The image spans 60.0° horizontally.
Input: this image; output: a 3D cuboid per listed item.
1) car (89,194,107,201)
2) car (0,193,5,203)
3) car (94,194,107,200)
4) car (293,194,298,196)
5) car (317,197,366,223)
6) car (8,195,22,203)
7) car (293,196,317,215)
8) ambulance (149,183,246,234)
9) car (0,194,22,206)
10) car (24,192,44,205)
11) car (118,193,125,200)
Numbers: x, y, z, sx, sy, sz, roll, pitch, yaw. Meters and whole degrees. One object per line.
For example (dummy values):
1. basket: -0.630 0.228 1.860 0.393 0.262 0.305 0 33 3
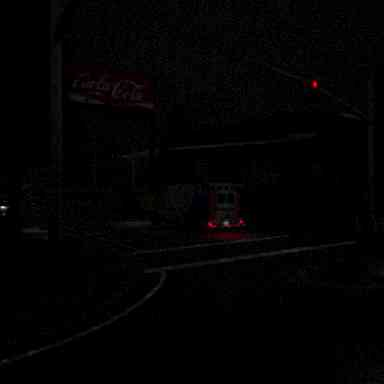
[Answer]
1. car: -21.086 1.297 73.161 2.007 1.523 4.514 0 0 -36
2. car: -36.148 1.158 61.700 2.097 1.767 4.553 0 0 -36
3. car: -22.304 1.231 81.010 1.970 1.475 3.806 0 0 -36
4. car: 23.068 1.341 82.694 2.152 1.636 5.027 0 0 -36
5. car: 11.969 1.318 26.044 3.866 1.878 1.905 0 0 -36
6. car: -35.776 1.355 67.129 1.994 1.385 4.181 0 0 -36
7. car: 12.115 1.486 33.175 4.611 1.667 2.242 0 0 -36
8. ambulance: -0.067 0.830 18.196 2.351 2.431 6.366 0 0 -36
9. car: -26.700 1.310 48.606 1.837 1.490 4.892 0 0 -36
10. car: -25.017 1.025 52.542 2.150 2.045 5.566 0 0 -36
11. car: -17.321 1.154 85.068 2.152 1.636 5.027 0 0 -36
